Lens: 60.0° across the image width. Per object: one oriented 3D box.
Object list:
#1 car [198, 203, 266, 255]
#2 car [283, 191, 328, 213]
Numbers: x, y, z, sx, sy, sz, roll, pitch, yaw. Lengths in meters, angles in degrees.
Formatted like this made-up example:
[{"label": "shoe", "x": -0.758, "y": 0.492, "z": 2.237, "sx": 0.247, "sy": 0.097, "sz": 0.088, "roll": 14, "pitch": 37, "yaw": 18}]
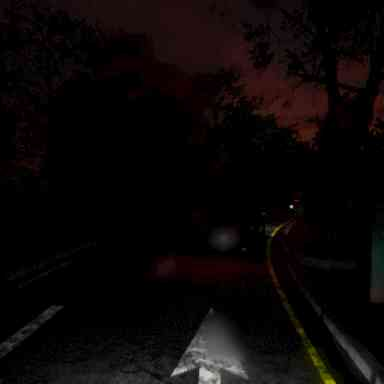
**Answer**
[{"label": "car", "x": 1.597, "y": 1.147, "z": 12.101, "sx": 1.882, "sy": 1.535, "sz": 5.008, "roll": 1, "pitch": 2, "yaw": 15}, {"label": "car", "x": 8.609, "y": 0.694, "z": 24.951, "sx": 1.837, "sy": 1.490, "sz": 4.892, "roll": 3, "pitch": 4, "yaw": 43}]
